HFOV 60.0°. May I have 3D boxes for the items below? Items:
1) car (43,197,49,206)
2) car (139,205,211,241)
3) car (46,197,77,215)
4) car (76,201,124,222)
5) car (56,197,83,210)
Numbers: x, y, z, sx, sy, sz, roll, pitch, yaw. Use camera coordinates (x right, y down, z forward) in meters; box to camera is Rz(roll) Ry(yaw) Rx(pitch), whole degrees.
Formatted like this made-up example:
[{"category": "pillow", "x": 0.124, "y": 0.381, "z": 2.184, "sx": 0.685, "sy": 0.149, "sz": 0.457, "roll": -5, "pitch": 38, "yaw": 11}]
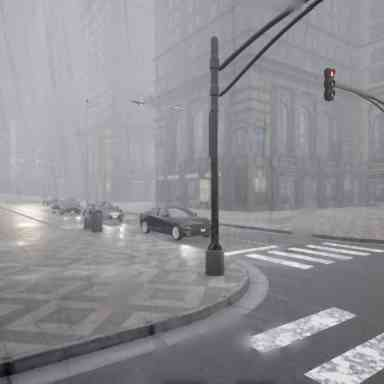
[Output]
[{"category": "car", "x": -22.043, "y": 1.446, "z": 52.076, "sx": 1.812, "sy": 1.442, "sz": 4.674, "roll": 0, "pitch": 0, "yaw": -36}, {"category": "car", "x": -0.947, "y": 1.470, "z": 17.175, "sx": 1.882, "sy": 1.535, "sz": 5.008, "roll": 0, "pitch": 0, "yaw": -36}, {"category": "car", "x": -13.010, "y": 1.518, "z": 34.093, "sx": 2.033, "sy": 1.411, "sz": 5.357, "roll": 0, "pitch": 0, "yaw": -35}, {"category": "car", "x": -6.862, "y": 1.480, "z": 25.462, "sx": 2.128, "sy": 1.511, "sz": 4.902, "roll": 0, "pitch": 0, "yaw": -36}, {"category": "car", "x": -16.401, "y": 1.489, "z": 44.262, "sx": 2.033, "sy": 1.411, "sz": 5.357, "roll": 0, "pitch": 0, "yaw": -35}]
